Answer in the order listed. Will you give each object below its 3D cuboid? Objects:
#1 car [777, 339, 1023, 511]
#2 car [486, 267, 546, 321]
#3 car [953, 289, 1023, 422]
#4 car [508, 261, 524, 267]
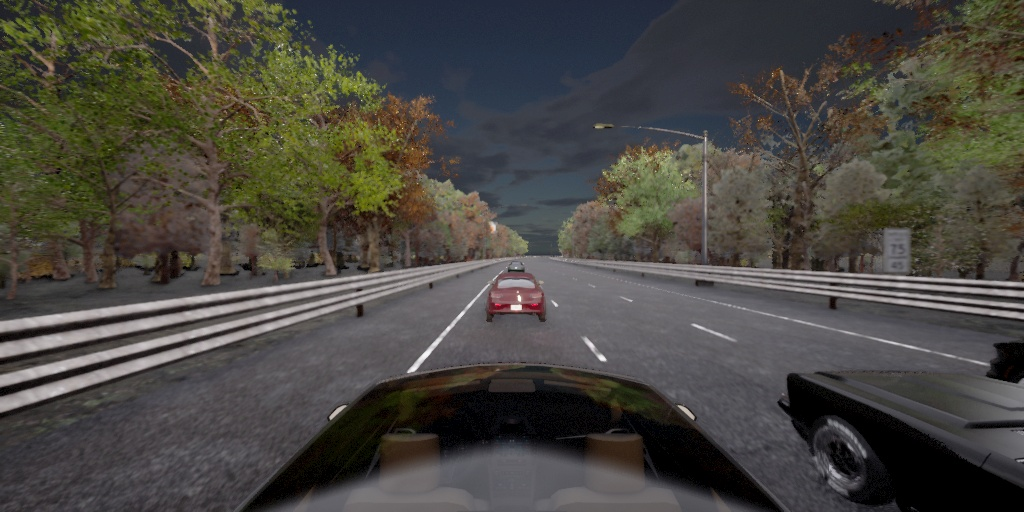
[{"bbox_3d":[3.602,1.352,1.439,1.895,1.301,4.718,0,0,0],"label":"car"},{"bbox_3d":[0.132,1.275,12.345,1.812,1.442,4.674,0,0,0],"label":"car"},{"bbox_3d":[7.105,1.229,2.511,1.882,1.535,5.008,0,0,0],"label":"car"},{"bbox_3d":[0.498,1.310,42.525,1.994,1.385,4.181,0,0,1],"label":"car"}]
